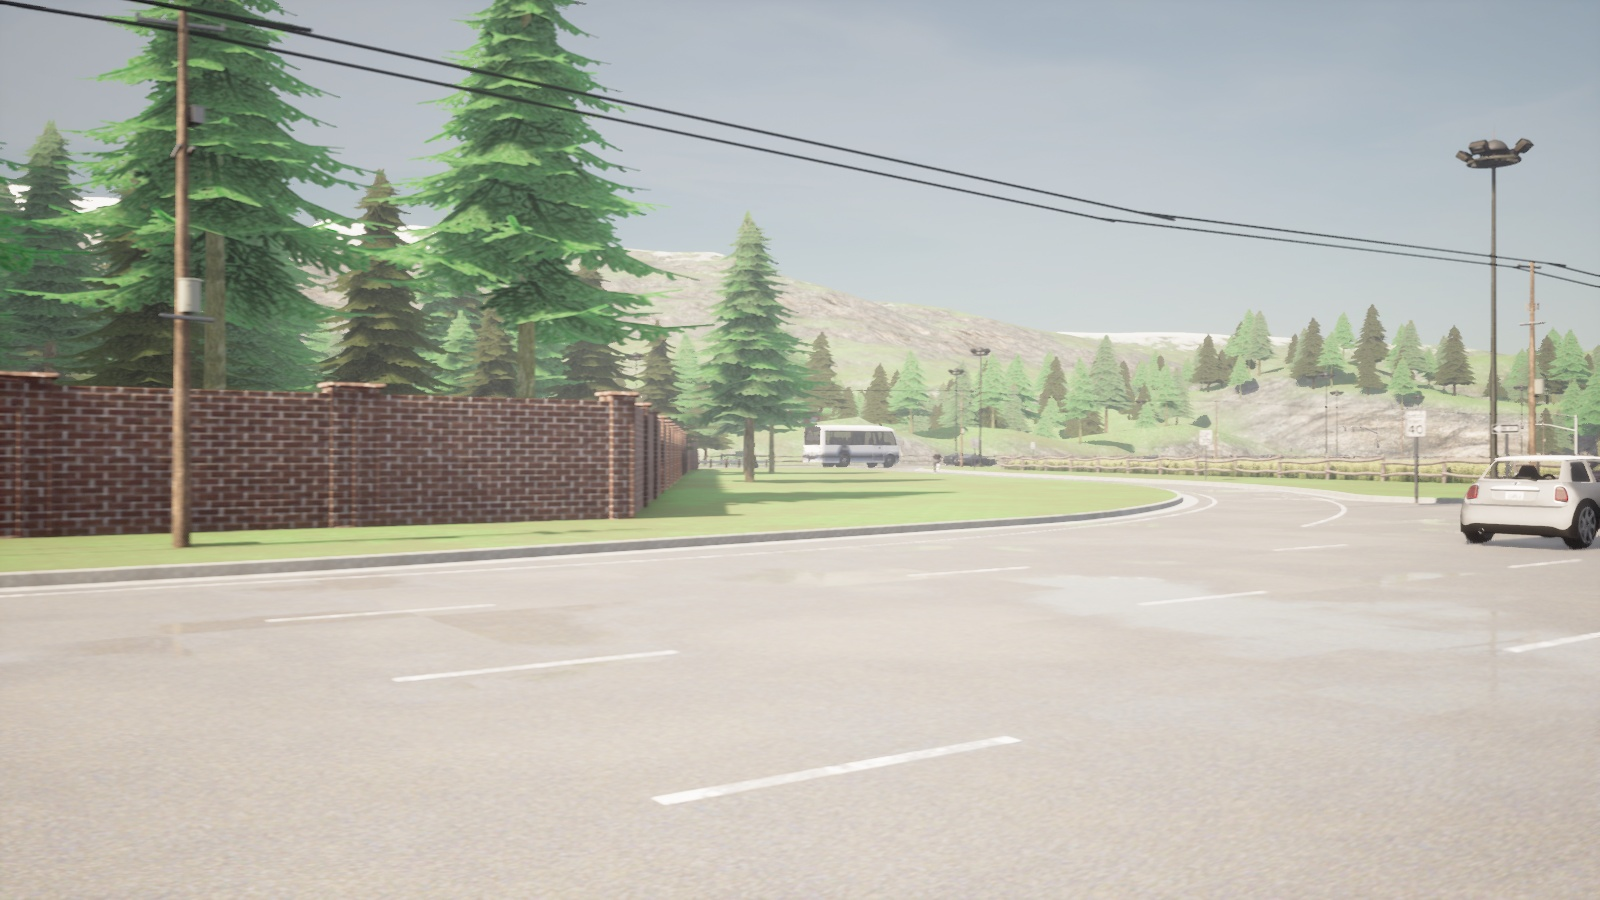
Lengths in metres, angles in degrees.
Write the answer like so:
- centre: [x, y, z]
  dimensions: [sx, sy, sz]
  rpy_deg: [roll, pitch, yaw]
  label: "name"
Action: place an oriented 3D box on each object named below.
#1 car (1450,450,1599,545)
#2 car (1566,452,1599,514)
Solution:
- centre: [12.956, 0.733, 21.205]
  dimensions: [3.806, 1.475, 1.970]
  rpy_deg: [0, 0, -35]
  label: "car"
- centre: [20.871, 0.790, 30.978]
  dimensions: [4.193, 1.474, 1.816]
  rpy_deg: [0, 0, -35]
  label: "car"
